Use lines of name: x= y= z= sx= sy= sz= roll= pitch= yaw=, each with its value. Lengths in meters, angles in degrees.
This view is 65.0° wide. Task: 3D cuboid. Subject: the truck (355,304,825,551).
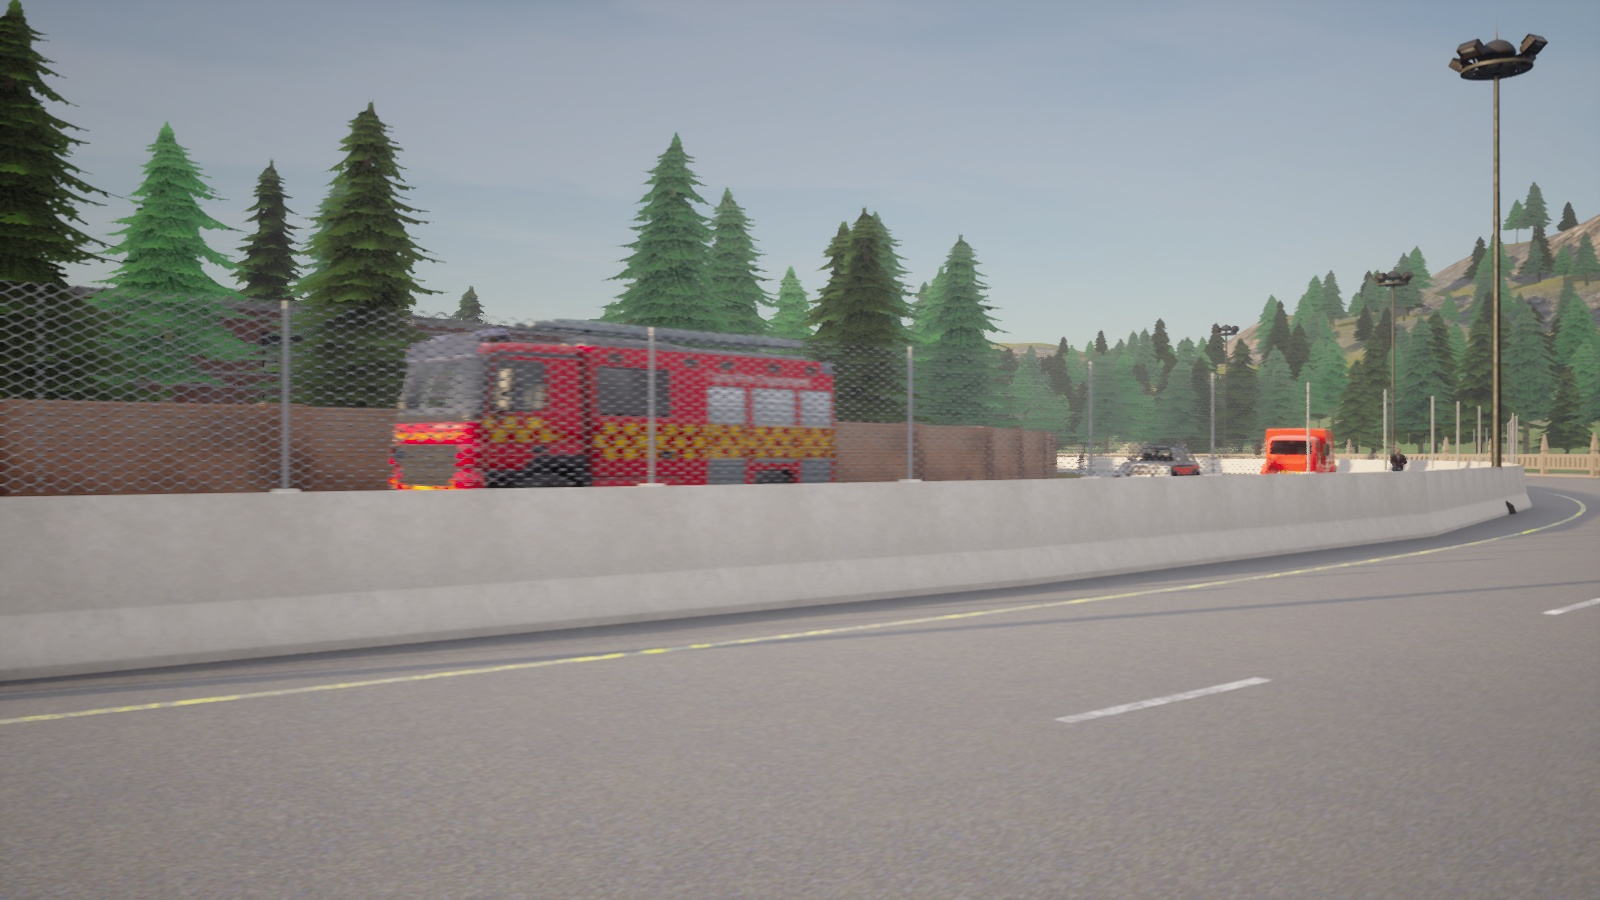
truck: x=-3.573 y=-0.344 z=23.432 sx=8.468 sy=3.827 sz=2.891 roll=0 pitch=0 yaw=-44

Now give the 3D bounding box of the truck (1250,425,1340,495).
truck: x=18.577 y=0.345 z=46.955 sx=2.627 sy=2.467 sz=5.204 roll=0 pitch=0 yaw=27

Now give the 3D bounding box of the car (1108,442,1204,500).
car: x=12.117 y=0.654 z=42.547 sx=1.932 sy=1.855 sz=4.605 roll=0 pitch=0 yaw=31
